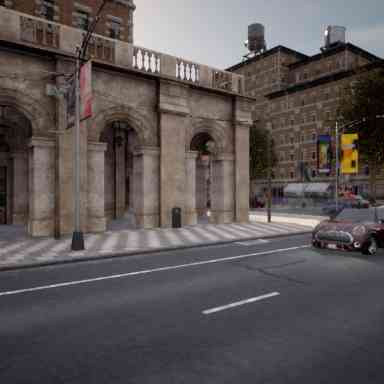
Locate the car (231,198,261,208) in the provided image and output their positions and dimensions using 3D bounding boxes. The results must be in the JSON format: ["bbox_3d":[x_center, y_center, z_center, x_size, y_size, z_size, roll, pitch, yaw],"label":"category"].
[{"bbox_3d":[7.767,1.564,48.225,1.994,1.385,4.181,0,0,-36],"label":"car"}]

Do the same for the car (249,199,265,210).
[{"bbox_3d":[7.150,1.601,43.088,1.895,1.301,4.718,0,0,-36],"label":"car"}]

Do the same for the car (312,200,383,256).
[{"bbox_3d":[6.809,1.352,13.270,4.553,1.767,2.097,0,0,-37],"label":"car"}]

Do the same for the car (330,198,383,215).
[{"bbox_3d":[17.343,1.477,34.901,1.882,1.535,5.008,0,0,-36],"label":"car"}]

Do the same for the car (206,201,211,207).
[{"bbox_3d":[1.151,1.595,46.040,1.895,1.301,4.718,0,0,-36],"label":"car"}]
